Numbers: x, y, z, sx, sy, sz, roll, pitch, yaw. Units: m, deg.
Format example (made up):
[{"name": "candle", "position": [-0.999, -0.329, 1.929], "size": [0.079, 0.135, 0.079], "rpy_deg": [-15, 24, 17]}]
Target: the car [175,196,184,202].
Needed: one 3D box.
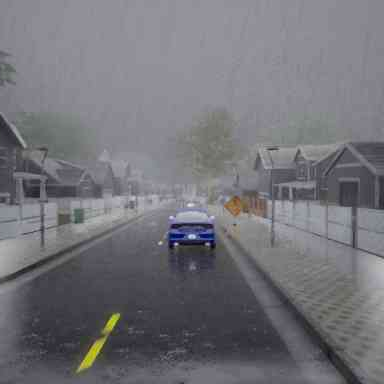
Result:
[{"name": "car", "position": [-2.749, 1.614, 75.997], "size": [1.994, 1.385, 4.181], "rpy_deg": [0, 0, 0]}]

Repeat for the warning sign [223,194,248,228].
[{"name": "warning sign", "position": [2.555, 1.121, 19.743], "size": [1.300, 1.860, 1.060], "rpy_deg": [2, 2, 0]}]

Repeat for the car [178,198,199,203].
[{"name": "car", "position": [0.001, 1.577, 29.676], "size": [2.033, 1.411, 5.357], "rpy_deg": [0, 0, 0]}]

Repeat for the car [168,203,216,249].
[{"name": "car", "position": [0.000, 1.487, 14.663], "size": [1.882, 1.535, 5.008], "rpy_deg": [0, 0, 0]}]
